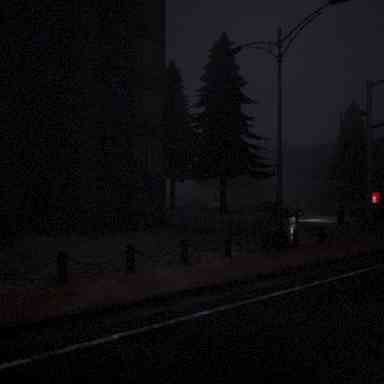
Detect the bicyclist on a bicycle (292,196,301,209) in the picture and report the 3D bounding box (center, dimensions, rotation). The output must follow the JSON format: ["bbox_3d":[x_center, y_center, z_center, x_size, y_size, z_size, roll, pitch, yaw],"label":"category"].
[{"bbox_3d":[11.496,1.308,36.649,1.656,1.620,0.582,0,0,-37],"label":"bicyclist on a bicycle"}]

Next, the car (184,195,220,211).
[{"bbox_3d":[1.354,1.487,37.674,1.882,1.535,5.008,0,0,-37],"label":"car"}]

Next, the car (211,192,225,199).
[{"bbox_3d":[7.287,1.077,94.517,1.905,1.878,3.866,0,0,-37],"label":"car"}]

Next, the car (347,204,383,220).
[{"bbox_3d":[14.819,1.610,26.026,1.895,1.301,4.718,0,0,-38],"label":"car"}]

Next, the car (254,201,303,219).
[{"bbox_3d":[7.558,1.535,29.486,1.812,1.442,4.674,0,0,-38],"label":"car"}]

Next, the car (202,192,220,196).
[{"bbox_3d":[5.198,1.098,92.455,1.932,1.855,4.605,0,0,-37],"label":"car"}]
